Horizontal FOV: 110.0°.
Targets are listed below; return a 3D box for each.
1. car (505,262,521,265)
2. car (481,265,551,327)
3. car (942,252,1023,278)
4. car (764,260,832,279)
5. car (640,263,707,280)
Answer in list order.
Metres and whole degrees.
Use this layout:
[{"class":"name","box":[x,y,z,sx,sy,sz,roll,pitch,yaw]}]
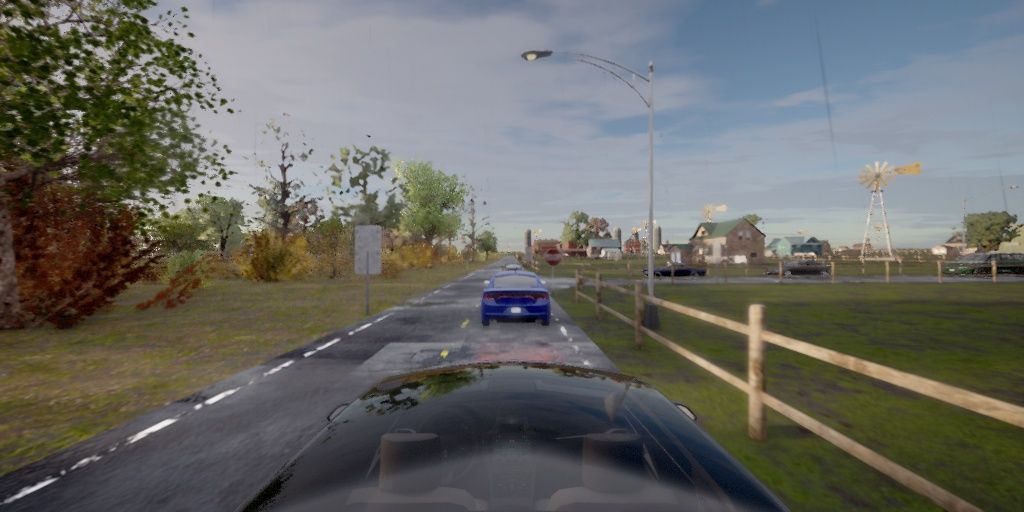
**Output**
[{"class":"car","box":[0.104,1.221,28.877,1.812,1.442,4.674,0,0,0]},{"class":"car","box":[0.102,1.210,11.432,1.882,1.535,5.008,0,0,0]},{"class":"car","box":[39.093,0.747,29.646,5.566,2.045,2.150,-1,0,-1]},{"class":"car","box":[23.383,1.108,29.395,4.892,1.490,1.837,0,0,-1]},{"class":"car","box":[13.064,1.247,29.255,4.718,1.301,1.895,0,0,0]}]
